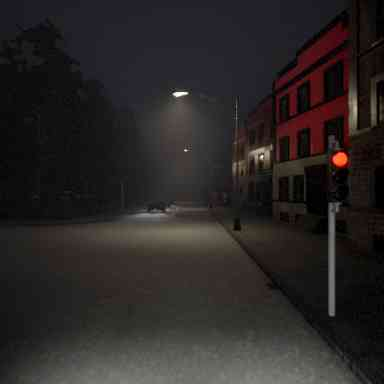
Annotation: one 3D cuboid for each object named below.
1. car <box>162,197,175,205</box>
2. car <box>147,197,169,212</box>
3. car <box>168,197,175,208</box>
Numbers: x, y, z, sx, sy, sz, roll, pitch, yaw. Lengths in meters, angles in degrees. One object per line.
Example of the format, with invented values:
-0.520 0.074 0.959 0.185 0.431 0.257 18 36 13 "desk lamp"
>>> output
-3.996 1.588 58.083 1.895 1.301 4.718 0 0 0 "car"
-4.049 1.592 38.689 1.895 1.301 4.718 0 0 0 "car"
-4.032 1.481 48.067 2.128 1.511 4.902 0 0 0 "car"
